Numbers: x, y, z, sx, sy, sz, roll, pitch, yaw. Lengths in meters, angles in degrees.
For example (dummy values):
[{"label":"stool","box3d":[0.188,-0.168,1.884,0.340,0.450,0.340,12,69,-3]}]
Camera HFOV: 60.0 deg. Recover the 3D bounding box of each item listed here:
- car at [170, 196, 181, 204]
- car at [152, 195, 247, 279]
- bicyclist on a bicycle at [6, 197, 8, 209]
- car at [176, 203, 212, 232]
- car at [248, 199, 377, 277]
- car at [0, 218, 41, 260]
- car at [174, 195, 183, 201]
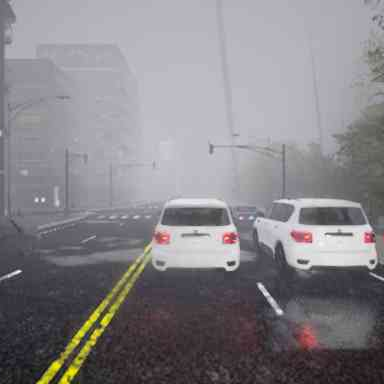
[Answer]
[{"label":"car","box3d":[-3.236,1.511,64.595,1.895,1.301,4.718,0,0,1]},{"label":"car","box3d":[0.104,1.204,10.101,2.150,2.045,5.566,0,0,0]},{"label":"bicyclist on a bicycle","box3d":[-24.849,1.509,44.836,0.582,1.620,1.656,-1,1,-1]},{"label":"car","box3d":[0.114,1.512,21.100,2.033,1.411,5.357,0,0,0]},{"label":"car","box3d":[3.358,1.204,10.249,2.150,2.045,5.566,0,0,0]},{"label":"car","box3d":[-6.590,1.529,10.179,2.033,1.411,5.357,0,0,0]},{"label":"car","box3d":[-3.199,1.422,79.857,1.812,1.442,4.674,0,0,0]}]
